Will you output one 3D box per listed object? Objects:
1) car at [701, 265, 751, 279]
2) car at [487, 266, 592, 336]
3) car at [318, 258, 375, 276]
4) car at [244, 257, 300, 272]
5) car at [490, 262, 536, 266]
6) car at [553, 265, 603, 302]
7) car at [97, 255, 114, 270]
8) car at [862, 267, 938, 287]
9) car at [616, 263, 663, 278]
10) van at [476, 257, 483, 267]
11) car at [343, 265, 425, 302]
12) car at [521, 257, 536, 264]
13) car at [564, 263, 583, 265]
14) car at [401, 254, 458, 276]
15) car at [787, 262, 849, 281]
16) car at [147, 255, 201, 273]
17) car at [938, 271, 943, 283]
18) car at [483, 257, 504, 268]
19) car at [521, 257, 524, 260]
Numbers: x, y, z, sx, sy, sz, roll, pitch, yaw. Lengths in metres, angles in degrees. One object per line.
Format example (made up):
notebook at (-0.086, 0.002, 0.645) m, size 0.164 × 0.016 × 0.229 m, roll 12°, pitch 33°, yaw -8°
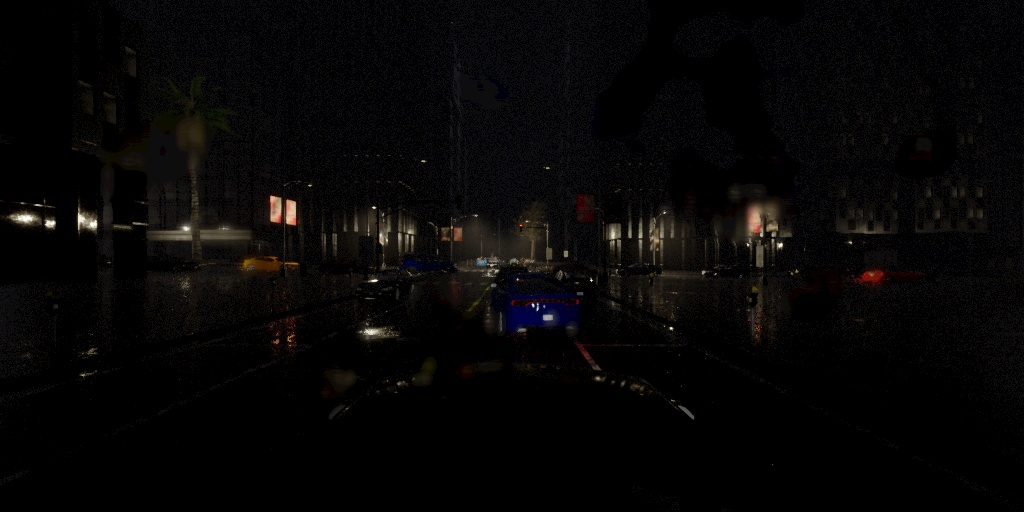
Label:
car at (23.181, 1.708, 38.872) m, size 4.902 × 1.511 × 2.128 m, roll 1°, pitch 0°, yaw 0°
car at (0.467, 1.228, 10.490) m, size 1.882 × 1.535 × 5.008 m, roll 0°, pitch 0°, yaw -8°
car at (-14.705, 0.990, 32.315) m, size 5.008 × 1.535 × 1.882 m, roll 1°, pitch 0°, yaw 0°
car at (-23.683, 0.838, 35.597) m, size 5.008 × 1.535 × 1.882 m, roll 1°, pitch 0°, yaw 0°
car at (0.075, 1.257, 17.996) m, size 1.837 × 1.490 × 4.892 m, roll 0°, pitch 0°, yaw 0°
car at (2.770, 1.303, 16.787) m, size 2.007 × 1.370 × 4.403 m, roll 0°, pitch 0°, yaw 0°
car at (-41.324, 0.584, 35.677) m, size 4.674 × 1.442 × 1.812 m, roll 1°, pitch 0°, yaw 1°
car at (34.410, 1.769, 32.133) m, size 4.553 × 1.767 × 2.097 m, roll 1°, pitch 0°, yaw 0°
car at (13.762, 1.532, 38.892) m, size 4.902 × 1.511 × 2.128 m, roll 1°, pitch 0°, yaw -1°
van at (-5.494, 1.113, 64.562) m, size 1.690 × 1.789 × 3.998 m, roll 0°, pitch 0°, yaw 1°
car at (-5.756, 1.302, 16.794) m, size 2.007 × 1.370 × 4.403 m, roll 0°, pitch 0°, yaw 0°
car at (2.979, 1.319, 58.970) m, size 2.007 × 1.370 × 4.403 m, roll 0°, pitch 0°, yaw 1°
car at (5.959, 1.346, 32.232) m, size 4.674 × 1.442 × 1.812 m, roll 2°, pitch 0°, yaw 0°
car at (-8.186, 0.876, 35.530) m, size 5.566 × 2.045 × 2.150 m, roll 2°, pitch 0°, yaw 0°
car at (33.104, 1.626, 38.826) m, size 5.566 × 2.045 × 2.150 m, roll 1°, pitch 0°, yaw 1°
car at (-31.018, 0.703, 32.375) m, size 5.008 × 1.535 × 1.882 m, roll 1°, pitch 0°, yaw 0°
car at (43.400, 1.954, 38.754) m, size 4.553 × 1.767 × 2.097 m, roll 1°, pitch 0°, yaw 1°
car at (-2.882, 1.259, 56.158) m, size 2.128 × 1.511 × 4.902 m, roll 0°, pitch 0°, yaw 2°
car at (3.033, 1.297, 64.652) m, size 1.751 × 1.417 × 4.829 m, roll 0°, pitch 0°, yaw 1°
